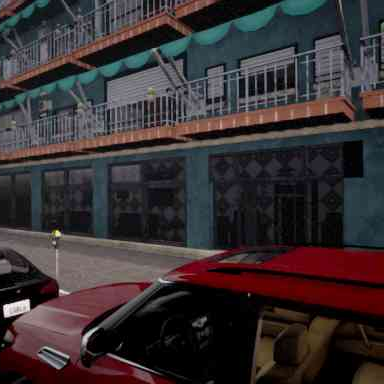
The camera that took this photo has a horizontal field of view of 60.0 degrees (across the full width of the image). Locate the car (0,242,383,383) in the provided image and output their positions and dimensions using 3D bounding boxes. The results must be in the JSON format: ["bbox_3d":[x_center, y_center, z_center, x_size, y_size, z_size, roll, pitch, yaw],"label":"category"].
[{"bbox_3d":[0.618,1.315,2.296,5.009,1.841,2.192,0,-1,36],"label":"car"}]
